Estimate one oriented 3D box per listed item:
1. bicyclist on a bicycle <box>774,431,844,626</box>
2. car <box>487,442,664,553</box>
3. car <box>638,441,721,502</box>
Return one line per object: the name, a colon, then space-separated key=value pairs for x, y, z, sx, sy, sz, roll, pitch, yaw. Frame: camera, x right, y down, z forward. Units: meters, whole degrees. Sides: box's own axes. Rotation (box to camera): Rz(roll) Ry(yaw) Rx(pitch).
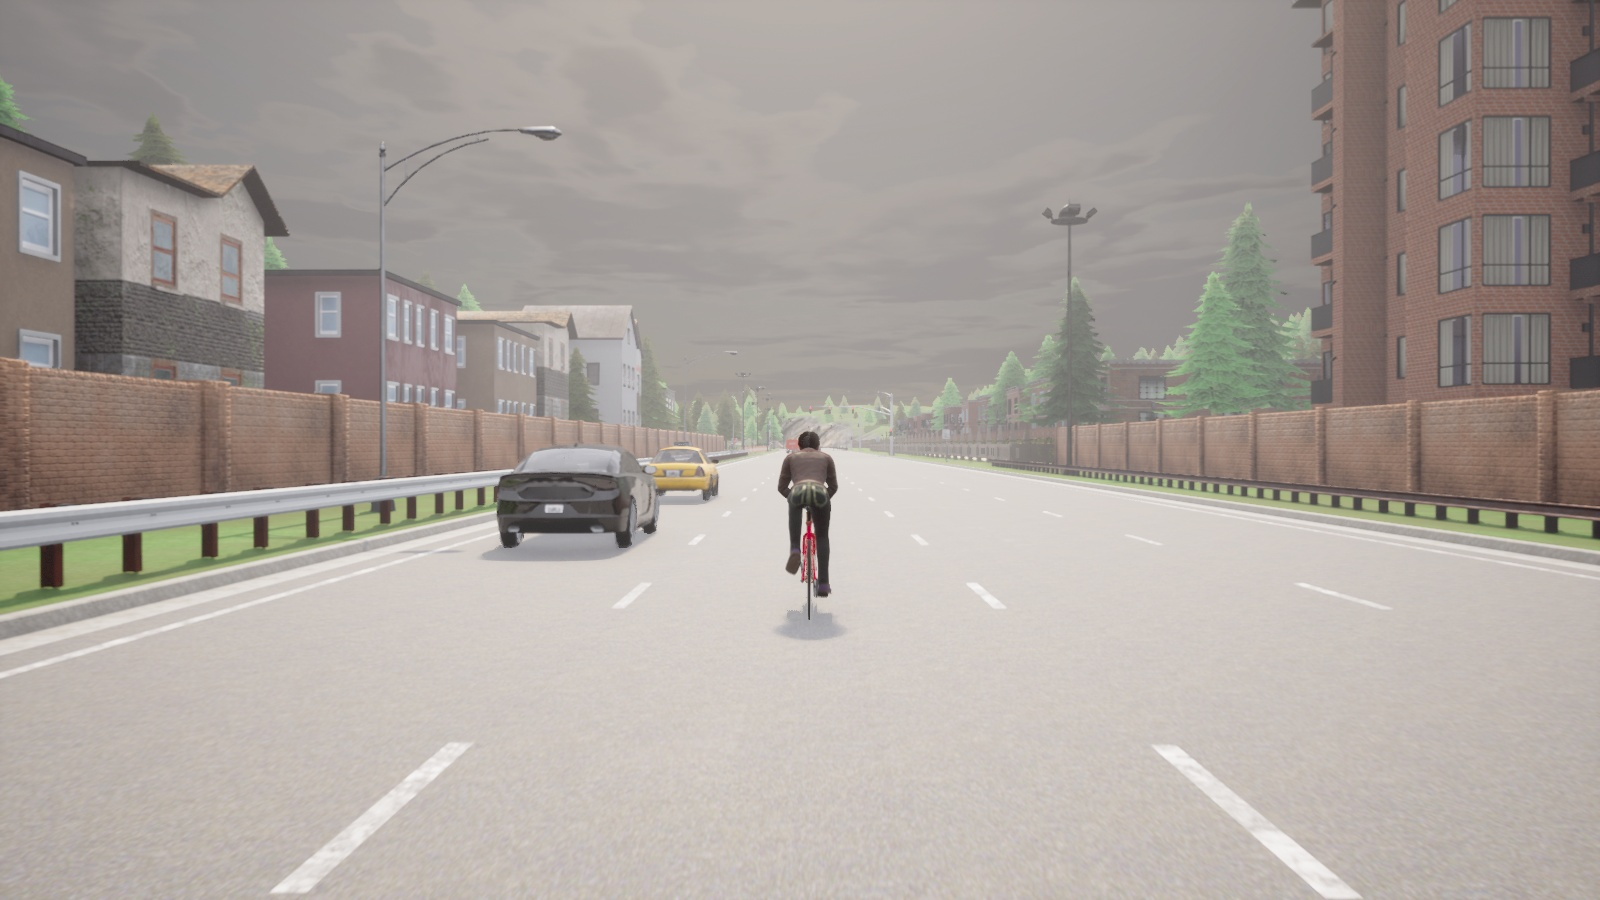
bicyclist on a bicycle: x=0.079 y=0.654 z=11.261 sx=0.582 sy=1.620 sz=1.656 roll=0 pitch=0 yaw=0
car: x=-3.372 y=0.641 z=19.855 sx=1.882 sy=1.535 sz=5.008 roll=0 pitch=0 yaw=0
car: x=-3.285 y=0.540 z=35.143 sx=1.801 sy=1.575 sz=5.366 roll=0 pitch=0 yaw=0
